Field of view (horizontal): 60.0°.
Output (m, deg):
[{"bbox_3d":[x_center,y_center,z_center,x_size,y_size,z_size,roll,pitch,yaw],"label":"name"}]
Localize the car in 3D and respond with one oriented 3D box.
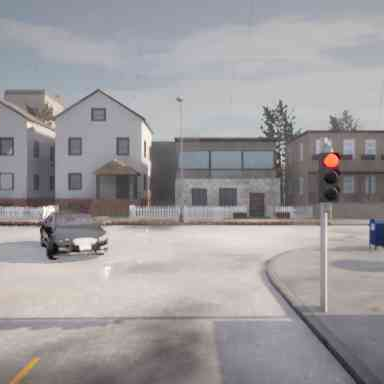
[{"bbox_3d":[-4.576,1.499,12.685,2.128,1.511,4.902,1,-1,-30],"label":"car"}]
